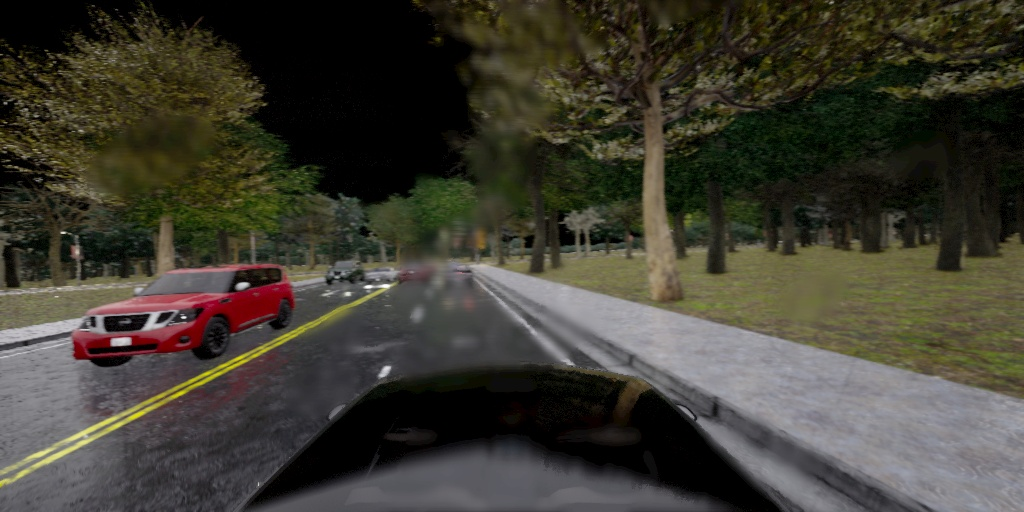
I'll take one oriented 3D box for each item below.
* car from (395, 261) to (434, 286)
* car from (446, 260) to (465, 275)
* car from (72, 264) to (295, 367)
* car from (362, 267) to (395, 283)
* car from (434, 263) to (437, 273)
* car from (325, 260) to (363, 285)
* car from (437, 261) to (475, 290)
[{"bbox_3d":[-7.575,1.263,28.265,2.097,1.767,4.553,-3,0,-9],"label":"car"},{"bbox_3d":[-6.706,1.310,42.701,2.033,1.411,5.357,-3,0,-9],"label":"car"},{"bbox_3d":[-7.857,1.272,9.492,2.150,2.045,5.566,-3,0,-10],"label":"car"},{"bbox_3d":[-11.641,1.662,32.275,1.895,1.301,4.718,-3,0,-9],"label":"car"},{"bbox_3d":[-10.495,1.467,45.655,1.994,1.385,4.181,-3,0,-10],"label":"car"},{"bbox_3d":[-14.977,1.431,32.478,2.150,2.045,5.566,-3,0,-9],"label":"car"},{"bbox_3d":[-3.443,1.261,23.125,2.128,1.511,4.902,-3,1,-9],"label":"car"}]
